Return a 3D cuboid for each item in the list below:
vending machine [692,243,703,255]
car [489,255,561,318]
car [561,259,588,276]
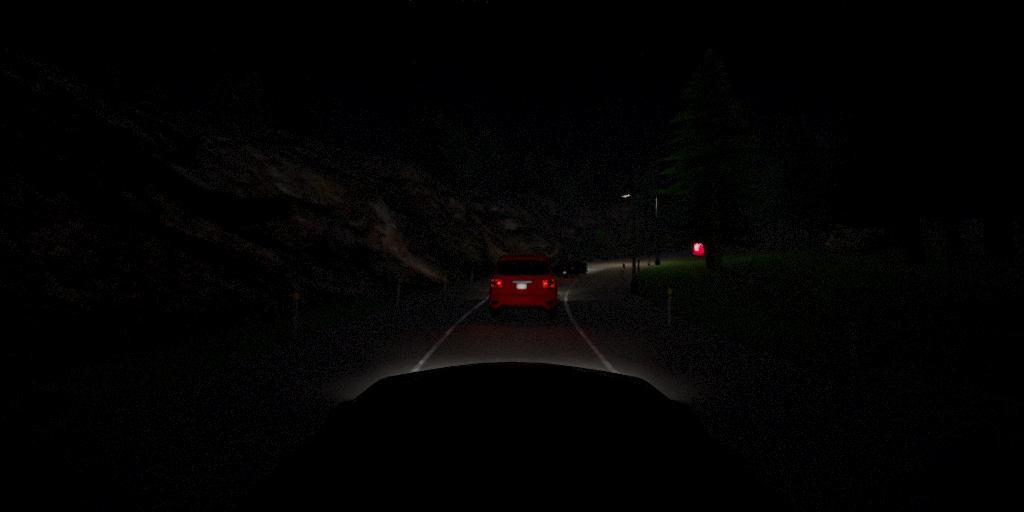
[{"bbox_3d":[24.838,-1.239,47.734,0.880,2.100,1.100,0,0,-37],"label":"vending machine"},{"bbox_3d":[0.537,0.960,13.159,2.150,2.045,5.566,0,0,5],"label":"car"},{"bbox_3d":[5.055,0.924,30.309,1.895,1.301,4.718,-1,2,24],"label":"car"}]
